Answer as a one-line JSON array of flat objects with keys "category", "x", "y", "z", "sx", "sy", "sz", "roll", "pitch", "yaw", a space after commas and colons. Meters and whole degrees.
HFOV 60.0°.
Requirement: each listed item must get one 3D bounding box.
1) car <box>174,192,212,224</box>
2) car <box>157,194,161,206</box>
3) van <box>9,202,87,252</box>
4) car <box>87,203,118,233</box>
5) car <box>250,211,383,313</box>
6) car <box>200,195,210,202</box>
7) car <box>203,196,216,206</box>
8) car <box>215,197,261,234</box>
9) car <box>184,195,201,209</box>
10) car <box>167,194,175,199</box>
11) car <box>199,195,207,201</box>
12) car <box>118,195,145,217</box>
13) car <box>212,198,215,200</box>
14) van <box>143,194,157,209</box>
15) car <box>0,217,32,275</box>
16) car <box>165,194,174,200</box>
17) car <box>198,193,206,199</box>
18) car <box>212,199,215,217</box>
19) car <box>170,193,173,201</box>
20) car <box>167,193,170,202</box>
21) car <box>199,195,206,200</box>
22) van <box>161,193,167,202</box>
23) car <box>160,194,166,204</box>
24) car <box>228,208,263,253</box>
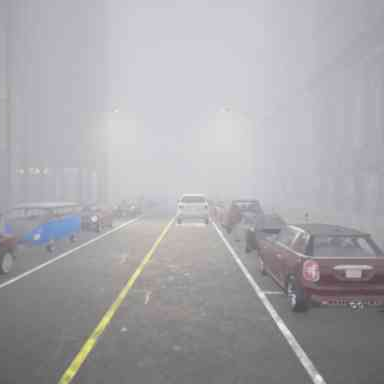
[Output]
[{"category": "car", "x": 0.092, "y": 1.151, "z": 24.363, "sx": 2.150, "sy": 2.045, "sz": 5.566, "roll": 0, "pitch": 0, "yaw": 0}, {"category": "car", "x": -5.782, "y": 1.389, "z": 46.890, "sx": 1.752, "sy": 1.417, "sz": 4.829, "roll": 0, "pitch": 0, "yaw": 0}, {"category": "van", "x": -5.770, "y": 1.302, "z": 13.239, "sx": 1.690, "sy": 1.788, "sz": 3.998, "roll": 0, "pitch": 0, "yaw": 0}, {"category": "car", "x": -5.772, "y": 1.384, "z": 18.876, "sx": 1.967, "sy": 1.590, "sz": 4.097, "roll": 0, "pitch": 0, "yaw": 0}, {"category": "car", "x": 2.757, "y": 1.417, "z": 7.615, "sx": 1.967, "sy": 1.590, "sz": 4.097, "roll": 0, "pitch": 0, "yaw": 0}, {"category": "car", "x": 2.735, "y": 1.388, "z": 69.615, "sx": 1.802, "sy": 1.307, "sz": 4.206, "roll": 0, "pitch": 0, "yaw": 0}, {"category": "car", "x": 2.741, "y": 1.414, "z": 52.706, "sx": 1.947, "sy": 1.339, "sz": 4.313, "roll": 0, "pitch": 0, "yaw": 0}, {"category": "car", "x": 2.753, "y": 1.259, "z": 18.889, "sx": 2.192, "sy": 1.841, "sz": 5.009, "roll": 0, "pitch": 0, "yaw": 0}, {"category": "car", "x": 0.085, "y": 1.227, "z": 42.535, "sx": 2.097, "sy": 1.767, "sz": 4.553, "roll": 0, "pitch": 0, "yaw": 0}, {"category": "car", "x": -5.798, "y": 1.336, "z": 92.153, "sx": 1.802, "sy": 1.307, "sz": 4.206, "roll": 0, "pitch": 0, "yaw": 0}, {"category": "car", "x": 2.731, "y": 1.361, "z": 80.888, "sx": 1.802, "sy": 1.307, "sz": 4.206, "roll": 0, "pitch": 0, "yaw": 0}, {"category": "car", "x": -5.776, "y": 1.352, "z": 30.150, "sx": 1.967, "sy": 1.590, "sz": 4.097, "roll": 0, "pitch": 0, "yaw": 0}, {"category": "car", "x": 2.750, "y": 1.477, "z": 30.162, "sx": 1.947, "sy": 1.339, "sz": 4.313, "roll": 0, "pitch": 0, "yaw": 0}, {"category": "van", "x": -5.780, "y": 1.220, "z": 41.423, "sx": 1.690, "sy": 1.788, "sz": 3.998, "roll": 0, "pitch": 0, "yaw": 0}, {"category": "car", "x": -5.767, "y": 1.522, "z": 7.603, "sx": 1.887, "sy": 1.381, "sz": 4.507, "roll": 0, "pitch": 0, "yaw": 0}, {"category": "car", "x": -5.796, "y": 1.317, "z": 86.516, "sx": 2.008, "sy": 1.369, "sz": 4.403, "roll": 0, "pitch": 0, "yaw": 0}, {"category": "car", "x": 2.726, "y": 1.194, "z": 92.161, "sx": 1.967, "sy": 1.590, "sz": 4.097, "roll": 0, "pitch": 0, "yaw": 0}, {"category": "car", "x": 2.752, "y": 1.472, "z": 24.525, "sx": 1.887, "sy": 1.381, "sz": 4.507, "roll": 0, "pitch": 0, "yaw": 0}, {"category": "car", "x": -5.791, "y": 1.121, "z": 69.606, "sx": 2.192, "sy": 1.841, "sz": 5.009, "roll": 0, "pitch": 0, "yaw": 0}, {"category": "car", "x": -5.788, "y": 1.260, "z": 63.969, "sx": 1.967, "sy": 1.590, "sz": 4.097, "roll": 0, "pitch": 0, "yaw": 0}, {"category": "car", "x": 2.729, "y": 1.348, "z": 86.525, "sx": 1.802, "sy": 1.307, "sz": 4.206, "roll": 0, "pitch": 0, "yaw": 0}, {"category": "van", "x": -5.787, "y": 1.175, "z": 58.332, "sx": 1.690, "sy": 1.788, "sz": 3.998, "roll": 0, "pitch": 0, "yaw": 0}, {"category": "car", "x": -5.784, "y": 1.399, "z": 52.696, "sx": 2.008, "sy": 1.369, "sz": 4.403, "roll": 0, "pitch": 0, "yaw": 0}, {"category": "car", "x": 2.756, "y": 1.527, "z": 13.253, "sx": 1.947, "sy": 1.339, "sz": 4.313, "roll": 0, "pitch": 0, "yaw": 0}]
